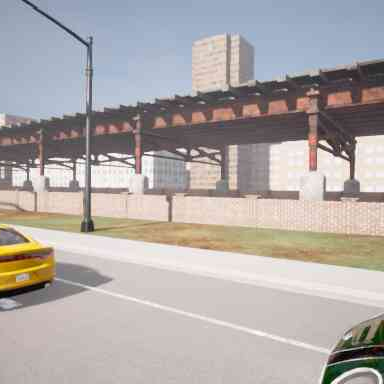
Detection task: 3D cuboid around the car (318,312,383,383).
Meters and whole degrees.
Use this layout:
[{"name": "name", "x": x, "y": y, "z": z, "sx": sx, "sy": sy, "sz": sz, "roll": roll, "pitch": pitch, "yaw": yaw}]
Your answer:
[{"name": "car", "x": 3.065, "y": 1.353, "z": 1.805, "sx": 4.553, "sy": 1.767, "sz": 2.097, "roll": 0, "pitch": 0, "yaw": 36}]

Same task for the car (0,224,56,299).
[{"name": "car", "x": -5.218, "y": 1.452, "z": 7.721, "sx": 5.008, "sy": 1.535, "sz": 1.882, "roll": 0, "pitch": 0, "yaw": 36}]
